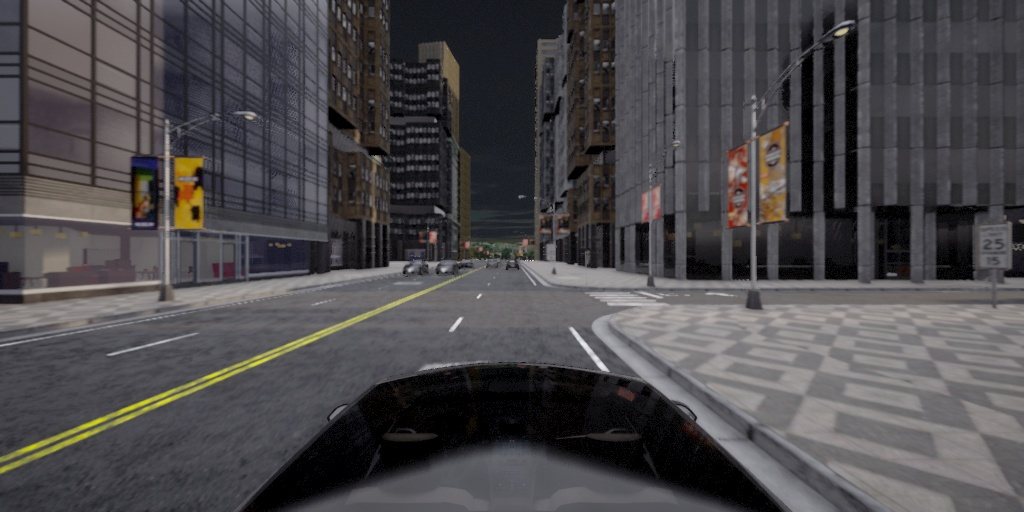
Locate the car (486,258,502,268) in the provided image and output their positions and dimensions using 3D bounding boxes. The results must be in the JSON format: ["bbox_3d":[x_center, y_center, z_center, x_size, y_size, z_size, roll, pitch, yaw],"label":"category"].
[{"bbox_3d":[-3.157,1.155,58.951,2.128,1.511,4.902,0,0,0],"label":"car"}]

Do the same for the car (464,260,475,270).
[{"bbox_3d":[-6.553,1.224,52.477,2.033,1.411,5.357,0,0,1],"label":"car"}]

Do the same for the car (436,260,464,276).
[{"bbox_3d":[-6.586,1.203,37.052,2.128,1.511,4.902,0,0,0],"label":"car"}]

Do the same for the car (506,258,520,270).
[{"bbox_3d":[0.107,1.203,52.267,1.812,1.442,4.674,0,0,0],"label":"car"}]

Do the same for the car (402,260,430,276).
[{"bbox_3d":[-9.835,1.202,37.003,2.128,1.511,4.902,0,0,0],"label":"car"}]

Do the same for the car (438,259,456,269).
[{"bbox_3d":[-9.792,1.237,54.283,1.994,1.385,4.181,0,0,0],"label":"car"}]
